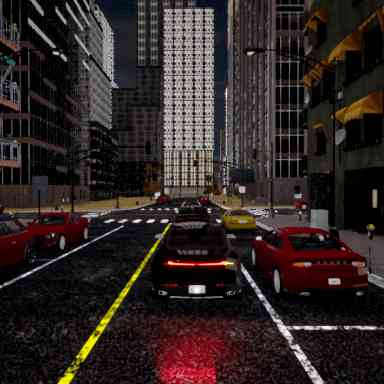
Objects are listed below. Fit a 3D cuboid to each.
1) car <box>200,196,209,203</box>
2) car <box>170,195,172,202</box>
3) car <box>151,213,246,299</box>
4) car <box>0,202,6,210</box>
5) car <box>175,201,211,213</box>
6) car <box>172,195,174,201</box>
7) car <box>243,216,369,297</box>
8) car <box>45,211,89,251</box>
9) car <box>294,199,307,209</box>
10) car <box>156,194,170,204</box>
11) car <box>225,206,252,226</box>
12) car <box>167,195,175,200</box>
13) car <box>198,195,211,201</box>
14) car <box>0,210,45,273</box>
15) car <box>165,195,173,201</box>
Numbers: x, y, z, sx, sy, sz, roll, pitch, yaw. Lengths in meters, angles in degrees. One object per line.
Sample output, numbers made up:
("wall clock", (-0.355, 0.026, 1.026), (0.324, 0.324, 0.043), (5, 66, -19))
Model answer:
("car", (2.572, 1.521, 68.774), (1.752, 1.417, 4.829), (-1, 0, 0))
("car", (-5.810, 1.310, 68.593), (2.192, 1.841, 5.009), (-1, 0, 0))
("car", (0.086, 1.503, 8.403), (1.837, 1.490, 4.892), (0, 0, 0))
("car", (-23.908, 1.744, 38.277), (4.097, 1.590, 1.967), (-1, 1, -1))
("car", (0.067, 1.475, 18.675), (1.882, 1.535, 5.008), (0, 0, 0))
("car", (-5.819, 1.310, 74.152), (2.192, 1.841, 5.009), (-1, 0, 0))
("car", (2.670, 1.543, 8.472), (1.887, 1.381, 4.507), (-1, 0, 0))
("car", (-5.720, 1.542, 13.996), (1.887, 1.381, 4.507), (-1, 0, 0))
("car", (14.190, 1.254, 38.662), (4.507, 1.381, 1.887), (-1, 1, -1))
("car", (-5.799, 1.540, 63.033), (1.887, 1.381, 4.507), (-1, 0, 0))
("car", (2.651, 1.522, 19.689), (1.752, 1.417, 4.829), (-1, 0, 0))
("car", (-5.843, 1.541, 90.830), (1.887, 1.381, 4.507), (-1, 0, 0))
("car", (2.580, 1.435, 63.045), (1.967, 1.590, 4.097), (-1, 0, 0))
("car", (-5.712, 1.438, 8.472), (1.967, 1.590, 4.097), (-1, 0, 0))
("car", (-5.835, 1.521, 85.101), (1.752, 1.417, 4.829), (-1, 0, 0))
